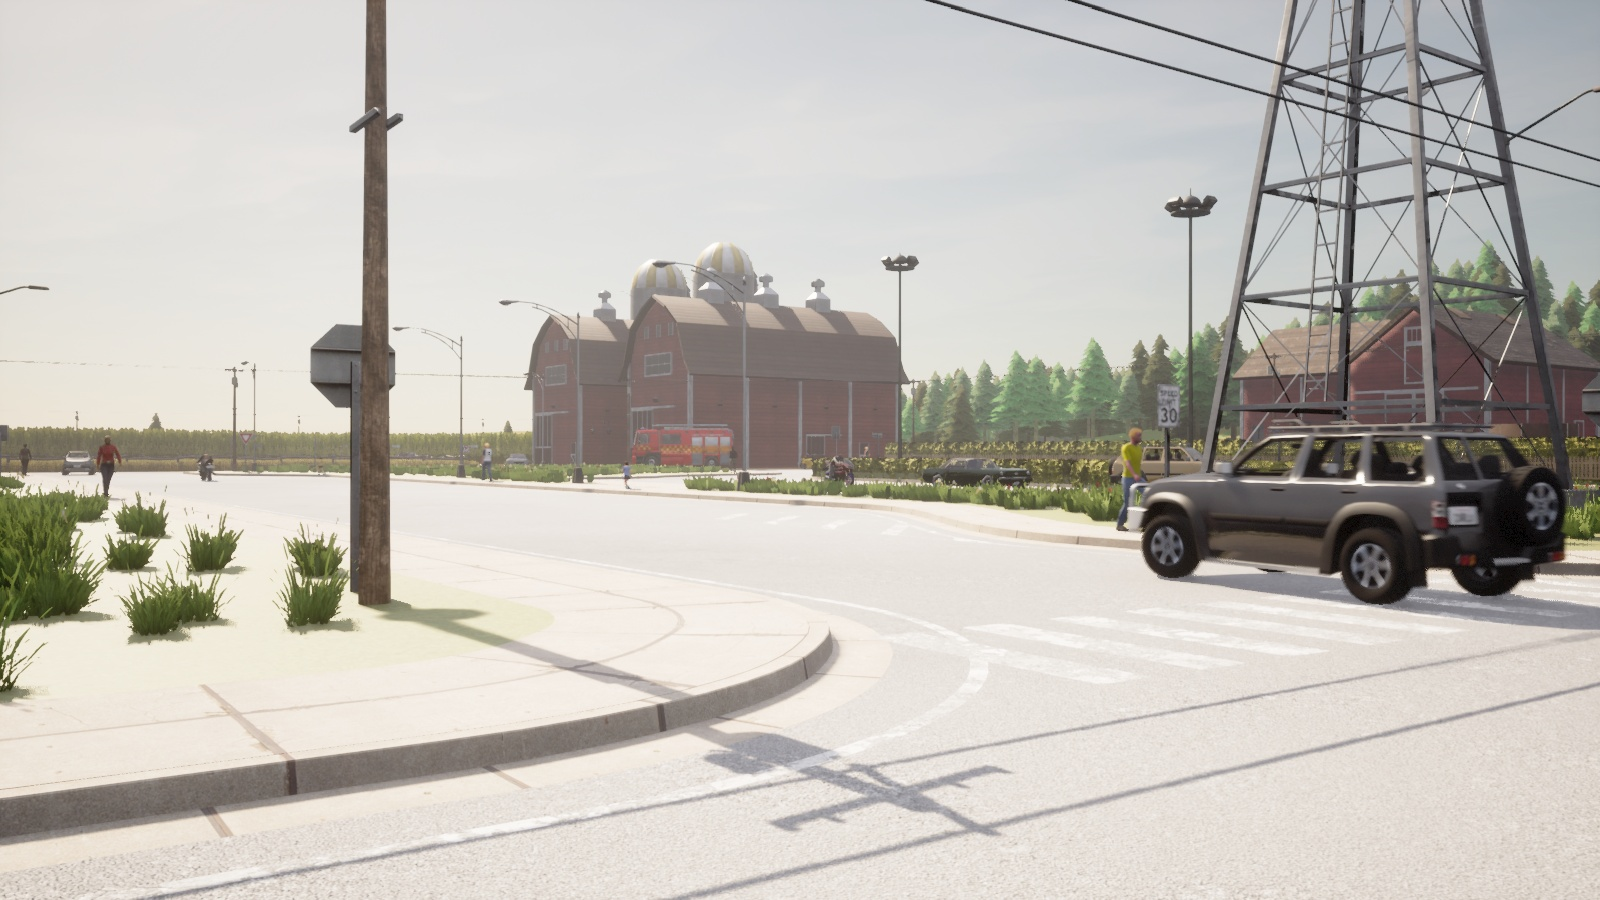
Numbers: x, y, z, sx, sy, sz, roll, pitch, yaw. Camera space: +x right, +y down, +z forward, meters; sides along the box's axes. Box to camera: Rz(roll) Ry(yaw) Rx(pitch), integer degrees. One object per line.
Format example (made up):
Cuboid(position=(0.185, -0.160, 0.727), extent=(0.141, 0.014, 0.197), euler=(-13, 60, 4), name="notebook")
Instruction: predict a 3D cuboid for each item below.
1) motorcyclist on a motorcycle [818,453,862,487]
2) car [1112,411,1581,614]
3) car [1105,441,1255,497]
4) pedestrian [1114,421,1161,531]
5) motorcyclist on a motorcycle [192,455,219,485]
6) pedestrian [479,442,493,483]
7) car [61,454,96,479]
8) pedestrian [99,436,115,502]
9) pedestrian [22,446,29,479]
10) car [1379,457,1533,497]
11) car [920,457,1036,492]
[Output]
Cuboid(position=(1.818, 0.916, 57.829), extent=(0.866, 1.530, 2.191), euler=(0, 0, -36), name="motorcyclist on a motorcycle")
Cuboid(position=(5.756, 0.583, 13.925), extent=(1.932, 1.855, 4.605), euler=(0, 0, -26), name="car")
Cuboid(position=(13.193, 0.639, 43.695), extent=(4.605, 1.855, 1.932), euler=(0, 0, 38), name="car")
Cuboid(position=(5.757, 0.439, 21.421), extent=(0.354, 1.836, 0.706), euler=(0, 0, -35), name="pedestrian")
Cuboid(position=(-30.243, 1.000, 63.899), extent=(0.866, 1.530, 2.191), euler=(0, 0, -36), name="motorcyclist on a motorcycle")
Cuboid(position=(-14.289, 0.569, 57.180), extent=(0.354, 1.836, 0.706), euler=(0, 0, -38), name="pedestrian")
Cuboid(position=(-45.501, 1.013, 79.235), extent=(1.789, 1.549, 3.705), euler=(0, 0, -28), name="car")
Cuboid(position=(-19.537, 0.528, 35.405), extent=(0.331, 1.846, 0.636), euler=(0, 0, -35), name="pedestrian")
Cuboid(position=(-42.567, 0.659, 68.994), extent=(0.328, 1.805, 0.869), euler=(0, 0, -32), name="pedestrian")
Cuboid(position=(22.402, 0.901, 42.916), extent=(4.718, 1.301, 1.895), euler=(0, 0, -18), name="car")
Cuboid(position=(7.088, 0.952, 50.426), extent=(1.895, 1.301, 4.718), euler=(0, 0, -35), name="car")
